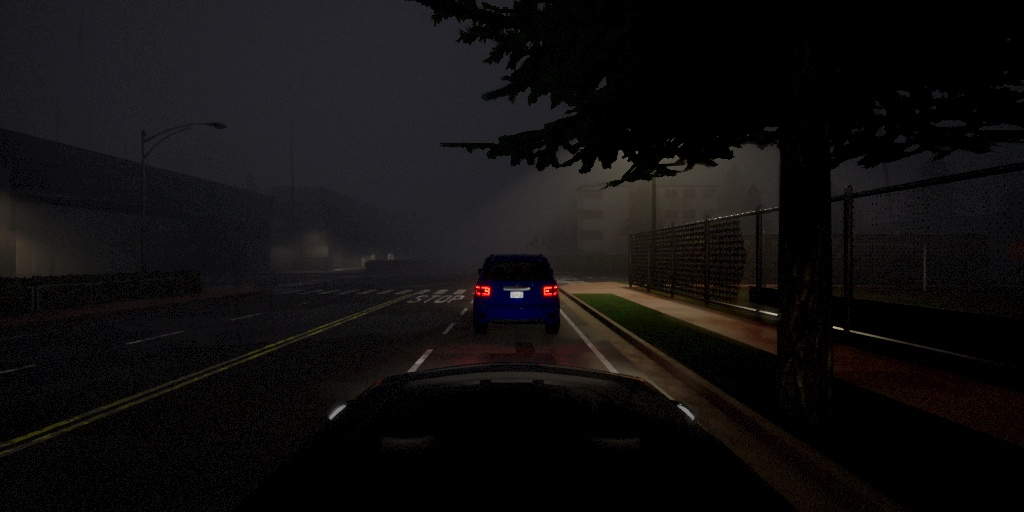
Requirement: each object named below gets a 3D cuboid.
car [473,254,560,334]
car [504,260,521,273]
[{"bbox_3d":[0.116,0.972,10.797,2.150,2.045,5.566,0,0,0],"label":"car"},{"bbox_3d":[0.027,1.246,45.662,2.128,1.511,4.902,0,0,0],"label":"car"}]
